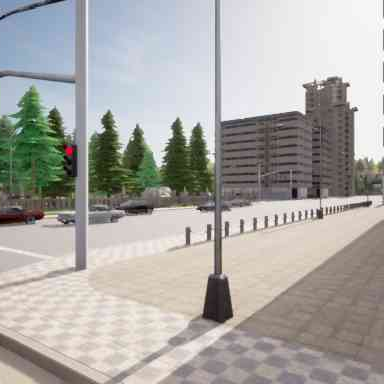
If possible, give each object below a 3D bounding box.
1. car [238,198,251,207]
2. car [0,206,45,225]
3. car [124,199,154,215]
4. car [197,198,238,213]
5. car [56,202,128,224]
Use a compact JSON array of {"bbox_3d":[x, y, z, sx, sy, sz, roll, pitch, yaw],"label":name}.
[{"bbox_3d":[7.108,1.565,49.661,1.994,1.385,4.181,0,0,36],"label":"car"},{"bbox_3d":[-12.588,1.601,22.276,1.895,1.301,4.718,0,0,37],"label":"car"},{"bbox_3d":[-5.737,1.478,31.793,1.882,1.535,5.008,0,0,36],"label":"car"},{"bbox_3d":[2.677,1.547,37.549,2.033,1.411,5.357,0,0,36],"label":"car"},{"bbox_3d":[-7.162,1.601,23.773,1.895,1.301,4.718,0,0,36],"label":"car"}]
